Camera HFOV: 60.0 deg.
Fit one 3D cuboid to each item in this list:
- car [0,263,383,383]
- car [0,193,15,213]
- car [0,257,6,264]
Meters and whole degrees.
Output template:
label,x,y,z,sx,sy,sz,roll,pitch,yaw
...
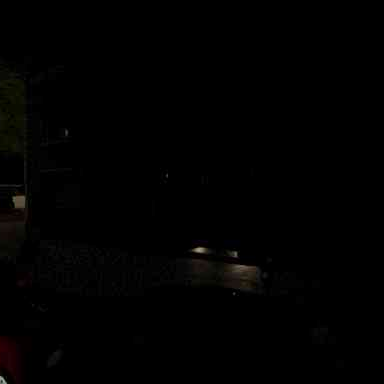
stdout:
label,x,y,z,sx,sy,sz,roll,pitch,yaw
car,-0.076,1.545,2.866,4.507,1.381,1.887,0,0,35
car,-20.528,1.121,32.798,2.150,2.045,5.566,0,0,35
car,-4.574,1.582,6.062,4.206,1.307,1.802,0,0,35
